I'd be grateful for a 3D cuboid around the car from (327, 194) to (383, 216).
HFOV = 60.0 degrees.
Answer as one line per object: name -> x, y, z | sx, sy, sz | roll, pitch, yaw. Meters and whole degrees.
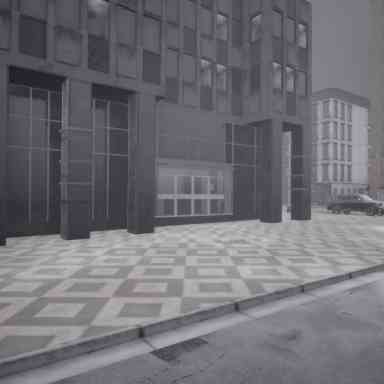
car -> 15.795, 1.190, 31.887 | 2.150, 2.045, 5.566 | 1, -1, -36
